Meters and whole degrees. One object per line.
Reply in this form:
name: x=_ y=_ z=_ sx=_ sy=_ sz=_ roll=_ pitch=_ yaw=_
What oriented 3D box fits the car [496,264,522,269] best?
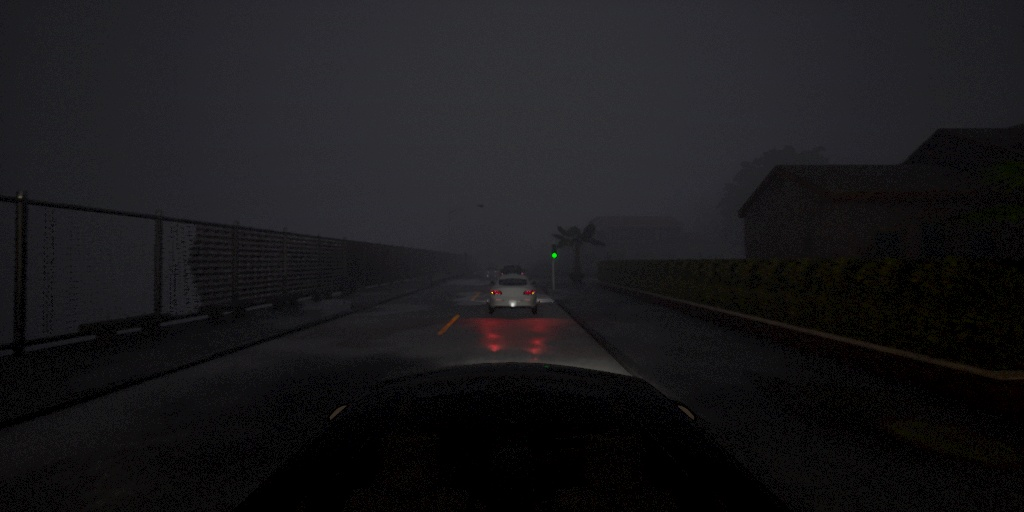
car: x=0.049 y=1.484 z=29.017 sx=2.097 sy=1.767 sz=4.553 roll=0 pitch=-1 yaw=1

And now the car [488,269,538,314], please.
car: x=0.050 y=1.458 z=14.731 sx=1.812 sy=1.442 sz=4.674 roll=0 pitch=-1 yaw=1
